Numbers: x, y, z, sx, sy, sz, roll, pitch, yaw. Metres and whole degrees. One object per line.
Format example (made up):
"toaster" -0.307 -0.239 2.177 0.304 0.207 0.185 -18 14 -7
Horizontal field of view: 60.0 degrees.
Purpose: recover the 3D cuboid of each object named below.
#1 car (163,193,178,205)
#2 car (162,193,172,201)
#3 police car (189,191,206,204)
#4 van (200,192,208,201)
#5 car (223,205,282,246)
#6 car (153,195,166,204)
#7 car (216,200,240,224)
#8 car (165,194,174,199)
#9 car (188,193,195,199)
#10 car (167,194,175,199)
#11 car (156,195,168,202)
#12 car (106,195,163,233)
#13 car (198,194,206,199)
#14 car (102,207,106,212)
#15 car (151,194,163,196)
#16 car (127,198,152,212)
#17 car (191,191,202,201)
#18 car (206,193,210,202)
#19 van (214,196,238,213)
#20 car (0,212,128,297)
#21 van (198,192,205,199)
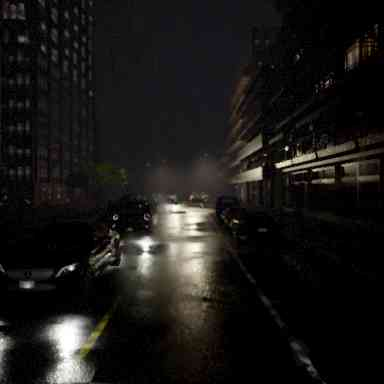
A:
"car" -3.101 1.236 51.253 2.128 1.511 4.902 0 0 0
"car" -5.727 1.086 75.470 1.967 1.590 4.097 0 0 0
"police car" 0.876 1.155 54.865 1.930 1.638 5.238 0 0 0
"van" 2.654 0.987 75.472 1.690 1.788 3.998 0 0 0
"car" 2.682 1.485 14.722 1.947 1.339 4.313 0 0 0
"car" -5.719 1.257 58.901 1.887 1.381 4.507 0 0 0
"car" 2.680 1.415 20.415 1.752 1.417 4.829 0 0 0
"car" -5.732 1.157 86.514 2.008 1.369 4.403 0 0 0
"car" -0.039 0.966 87.437 1.837 1.490 4.892 0 0 0
"car" -5.734 1.138 92.038 2.008 1.369 4.403 0 0 0
"car" -5.722 1.255 64.424 1.947 1.339 4.313 0 0 0
"car" -3.048 1.251 18.695 2.097 1.767 4.553 0 0 0
"car" 2.649 1.151 86.518 1.887 1.381 4.507 0 0 0
"car" -5.704 1.429 25.765 1.947 1.339 4.313 0 0 0
"car" -5.714 1.312 47.855 2.008 1.369 4.403 0 0 0
"car" -5.709 1.362 36.810 2.008 1.369 4.403 0 0 0
"car" 0.869 0.889 70.786 2.150 2.045 5.566 0 0 0
"car" 2.659 1.240 64.427 2.008 1.369 4.403 0 0 0
"van" 2.677 1.205 25.767 1.690 1.788 3.998 0 0 0
"car" -3.098 1.478 8.605 1.812 1.442 4.674 0 0 0
"van" 2.646 0.928 92.040 1.690 1.788 3.998 0 0 0
